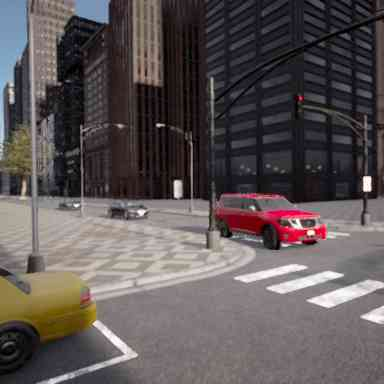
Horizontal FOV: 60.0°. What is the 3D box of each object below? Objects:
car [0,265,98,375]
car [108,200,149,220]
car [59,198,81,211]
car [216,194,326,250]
[{"bbox_3d":[-3.680,1.537,4.026,4.829,1.417,1.752,-1,0,-36],"label":"car"},{"bbox_3d":[-5.188,1.386,26.758,2.128,1.511,4.902,-1,1,-36],"label":"car"},{"bbox_3d":[-14.540,1.428,39.783,2.128,1.511,4.902,-1,0,-36],"label":"car"},{"bbox_3d":[3.009,1.092,14.208,2.150,2.045,5.566,-1,0,-25],"label":"car"}]
